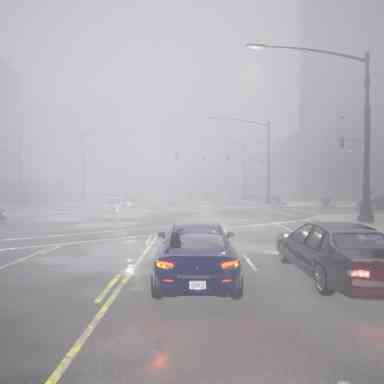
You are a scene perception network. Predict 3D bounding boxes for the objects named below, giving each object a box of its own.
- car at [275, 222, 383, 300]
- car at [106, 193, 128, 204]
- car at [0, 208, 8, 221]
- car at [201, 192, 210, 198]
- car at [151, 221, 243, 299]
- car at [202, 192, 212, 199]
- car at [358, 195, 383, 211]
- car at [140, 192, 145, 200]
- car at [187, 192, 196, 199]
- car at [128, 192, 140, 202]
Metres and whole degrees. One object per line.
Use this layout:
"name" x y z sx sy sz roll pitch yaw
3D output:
"car" 3.603 1.461 8.396 2.033 1.411 5.357 0 1 0
"car" -10.605 0.933 46.143 1.812 1.442 4.674 0 0 0
"car" -13.298 1.324 18.390 2.033 1.411 5.357 1 1 43
"car" 3.430 0.804 86.277 2.033 1.411 5.357 0 0 0
"car" 0.104 1.440 8.126 1.812 1.442 4.674 0 1 0
"car" 3.439 0.846 76.324 1.994 1.385 4.181 0 0 0
"car" 19.005 1.012 32.761 5.008 1.535 1.882 0 1 1
"car" -10.577 0.801 66.075 1.882 1.535 5.008 0 0 0
"car" -0.061 0.773 75.024 1.882 1.535 5.008 0 0 0
"car" -10.605 0.845 55.922 2.128 1.511 4.902 0 0 0
